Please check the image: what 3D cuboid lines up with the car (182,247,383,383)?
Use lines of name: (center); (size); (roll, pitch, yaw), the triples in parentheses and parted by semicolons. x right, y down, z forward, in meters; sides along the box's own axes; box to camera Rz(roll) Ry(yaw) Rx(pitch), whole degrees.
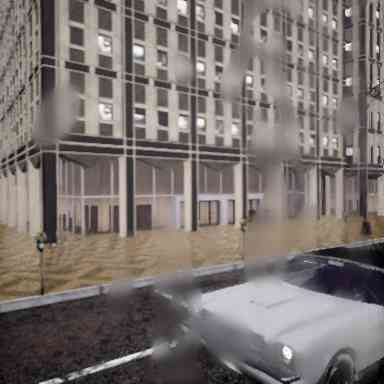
car: (2.220, 1.599, 4.966); (4.718, 1.301, 1.895); (0, 0, -36)
